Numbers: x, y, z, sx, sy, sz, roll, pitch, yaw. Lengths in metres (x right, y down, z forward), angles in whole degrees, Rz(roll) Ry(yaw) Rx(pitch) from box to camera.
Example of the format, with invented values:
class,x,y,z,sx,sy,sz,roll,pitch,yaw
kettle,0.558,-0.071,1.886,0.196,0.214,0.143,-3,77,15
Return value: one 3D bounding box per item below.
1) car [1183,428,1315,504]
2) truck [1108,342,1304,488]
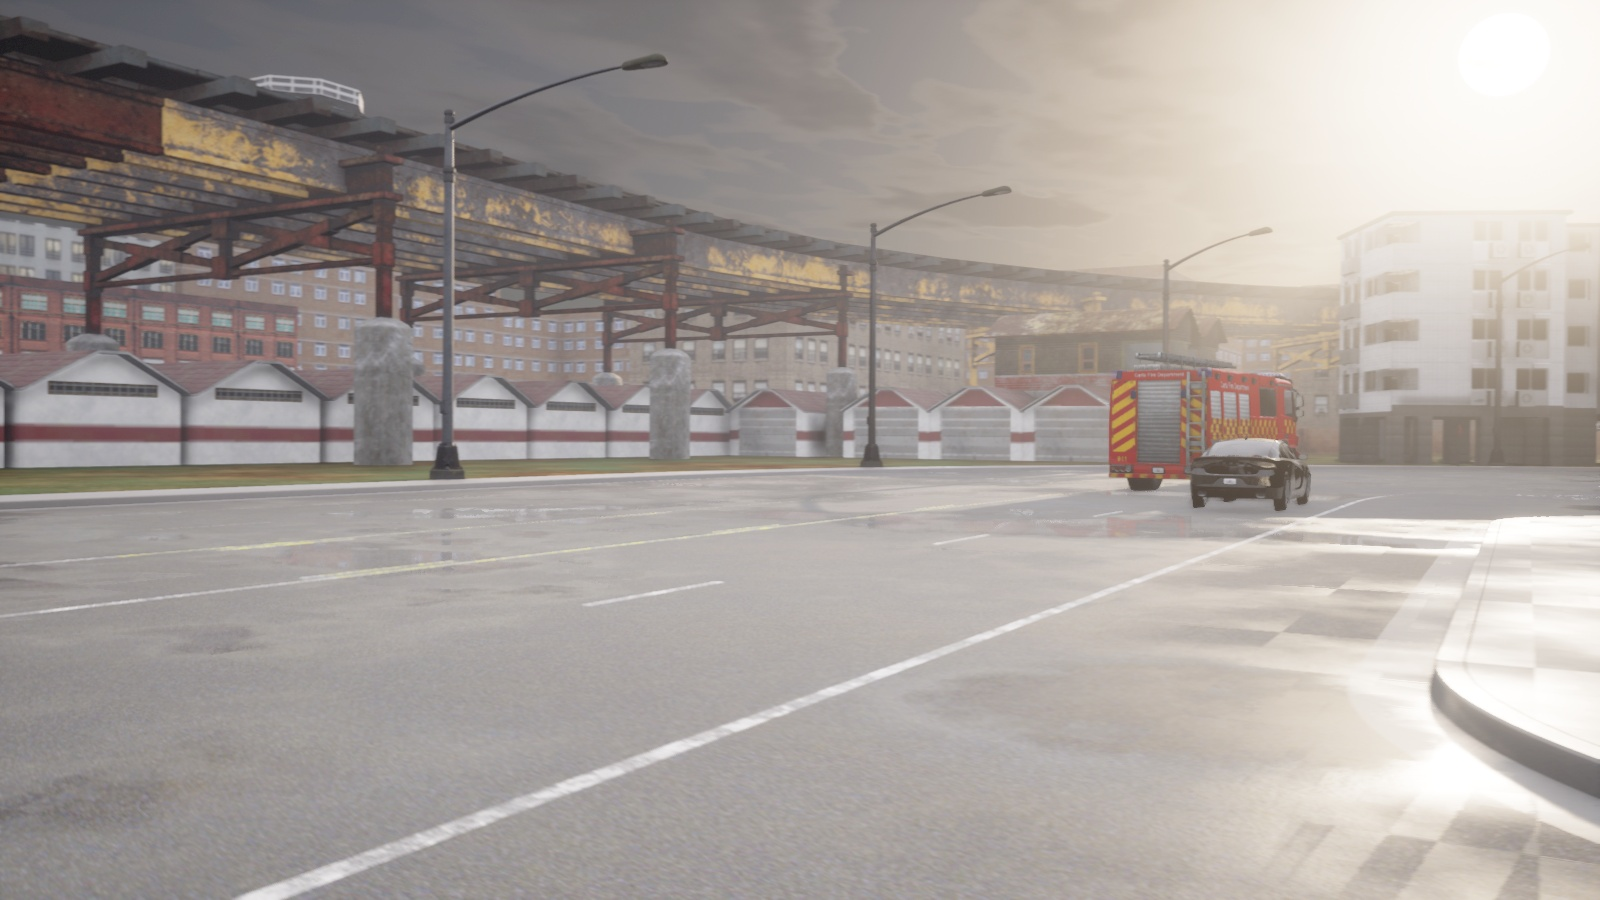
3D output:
class,x,y,z,sx,sy,sz,roll,pitch,yaw
car,10.049,0.290,27.849,1.882,1.535,5.008,0,1,30
truck,12.266,-0.984,37.364,2.891,3.827,8.468,0,1,37
